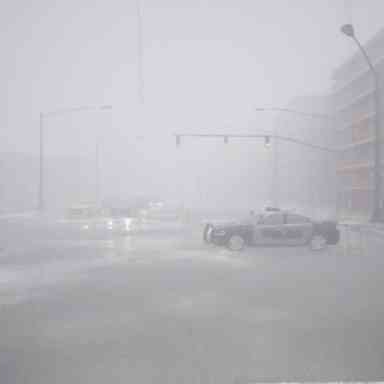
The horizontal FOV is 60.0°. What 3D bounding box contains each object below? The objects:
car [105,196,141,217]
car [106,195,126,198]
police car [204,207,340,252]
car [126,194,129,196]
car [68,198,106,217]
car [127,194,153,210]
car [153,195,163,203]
[{"bbox_3d":[-6.297,1.435,30.998,1.837,1.490,4.892,0,1,0],"label":"car"},{"bbox_3d":[-9.749,1.323,40.174,1.837,1.490,4.892,0,1,0],"label":"car"},{"bbox_3d":[3.106,1.426,13.257,5.238,1.638,1.930,0,0,-1],"label":"police car"},{"bbox_3d":[-9.695,1.141,52.078,1.837,1.490,4.892,0,1,0],"label":"car"},{"bbox_3d":[-9.793,1.415,30.689,1.882,1.535,5.008,0,1,0],"label":"car"},{"bbox_3d":[-6.250,1.320,40.401,1.837,1.490,4.892,0,1,0],"label":"car"},{"bbox_3d":[-6.165,1.163,56.753,1.895,1.301,4.718,0,1,1],"label":"car"}]
